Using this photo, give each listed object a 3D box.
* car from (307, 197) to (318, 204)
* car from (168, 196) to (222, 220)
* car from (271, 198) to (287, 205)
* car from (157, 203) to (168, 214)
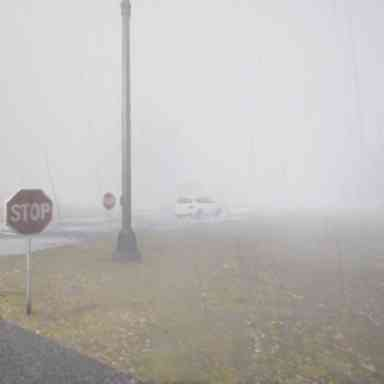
[{"bbox_3d":[25.659,1.818,70.931,1.837,1.490,4.892,0,0,27],"label":"car"},{"bbox_3d":[0.604,1.405,30.112,2.150,2.045,5.566,0,0,34],"label":"car"},{"bbox_3d":[18.012,1.861,68.783,2.033,1.411,5.357,0,0,34],"label":"car"},{"bbox_3d":[-1.997,1.746,38.836,1.882,1.535,5.008,0,1,34],"label":"car"}]
